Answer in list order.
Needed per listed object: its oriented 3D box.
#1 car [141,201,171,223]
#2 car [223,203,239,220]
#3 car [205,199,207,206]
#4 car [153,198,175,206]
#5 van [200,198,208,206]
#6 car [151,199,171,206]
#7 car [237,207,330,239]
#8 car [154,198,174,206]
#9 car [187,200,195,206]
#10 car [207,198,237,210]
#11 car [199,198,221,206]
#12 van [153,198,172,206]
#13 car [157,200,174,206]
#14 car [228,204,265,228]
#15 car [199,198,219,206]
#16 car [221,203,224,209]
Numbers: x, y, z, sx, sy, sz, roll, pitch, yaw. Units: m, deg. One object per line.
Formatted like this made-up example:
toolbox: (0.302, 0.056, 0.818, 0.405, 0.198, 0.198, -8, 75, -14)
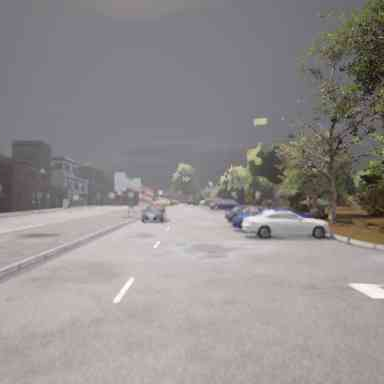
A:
car: (-3.264, 1.836, 29.098, 2.128, 1.511, 4.902, 0, -1, 0)
car: (5.082, 1.772, 24.659, 4.892, 1.521, 2.231, 0, -1, 0)
car: (5.048, 2.174, 55.439, 4.674, 1.452, 2.002, 0, -1, 0)
car: (-7.459, 2.692, 88.919, 5.566, 2.045, 2.435, 0, -2, -1)
van: (4.781, 2.296, 76.235, 4.442, 1.987, 1.878, 0, -2, 0)
car: (-7.370, 2.493, 79.691, 4.553, 1.767, 2.185, 0, -2, -1)
car: (5.085, 1.736, 18.237, 4.674, 1.452, 2.002, 0, -1, 0)
car: (-7.560, 2.531, 76.769, 5.366, 1.575, 1.946, 0, -2, 0)
car: (-0.246, 2.642, 82.023, 1.837, 1.490, 4.892, 0, -2, -1)
car: (5.121, 1.970, 52.271, 4.553, 1.767, 2.185, 0, -1, 0)
car: (4.773, 2.635, 87.404, 5.566, 2.045, 2.435, 0, -2, -1)
van: (-7.311, 2.493, 82.731, 4.442, 1.987, 1.878, 0, -2, -1)
car: (-7.536, 3.066, 94.862, 4.553, 1.767, 2.185, 0, -2, -1)
car: (5.093, 1.732, 21.386, 5.008, 1.535, 2.097, 0, -1, 0)
car: (4.700, 2.859, 92.862, 5.566, 2.045, 2.435, 0, -2, -1)
car: (5.085, 1.850, 27.935, 4.674, 1.452, 2.002, 0, -1, 0)
